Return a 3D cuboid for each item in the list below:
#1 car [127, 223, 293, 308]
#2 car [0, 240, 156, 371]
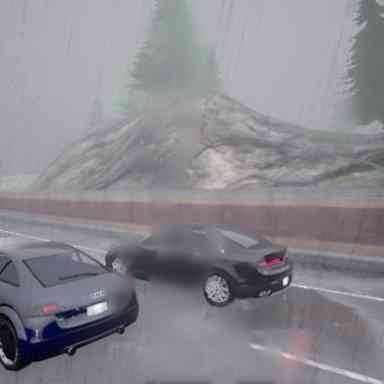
[{"bbox_3d":[-0.084,1.518,8.033,4.892,1.490,1.837,0,0,37],"label":"car"},{"bbox_3d":[-2.891,1.579,5.792,4.181,1.385,1.994,0,0,37],"label":"car"}]
